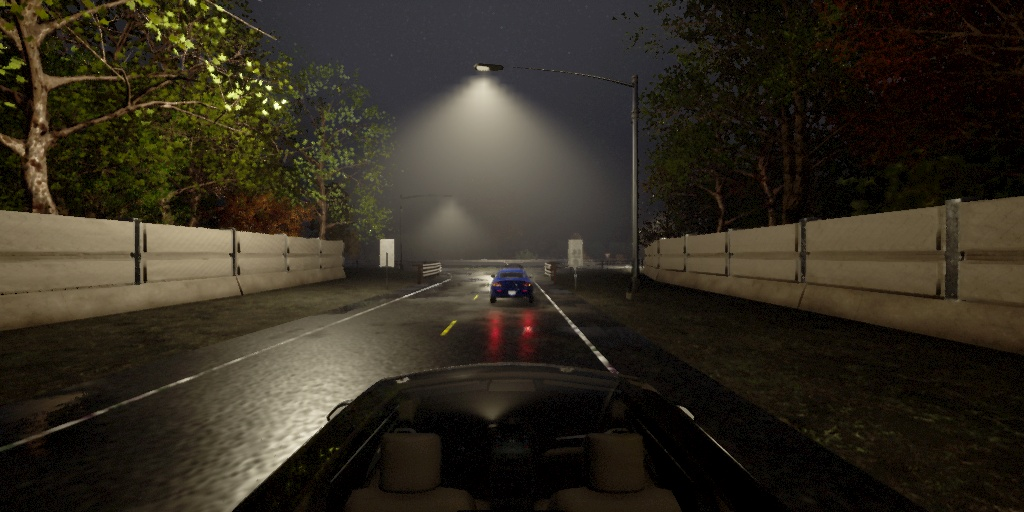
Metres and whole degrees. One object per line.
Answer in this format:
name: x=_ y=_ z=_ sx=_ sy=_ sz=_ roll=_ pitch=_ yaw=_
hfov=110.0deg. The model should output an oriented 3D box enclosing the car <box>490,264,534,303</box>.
car: x=0.000 y=1.285 z=16.509 sx=1.812 sy=1.442 sz=4.674 roll=0 pitch=0 yaw=0
